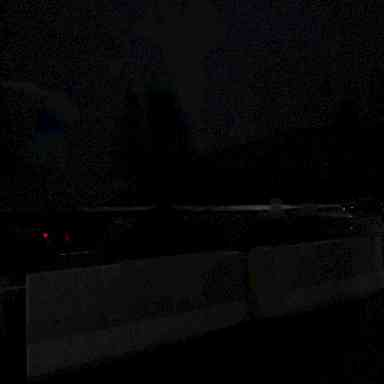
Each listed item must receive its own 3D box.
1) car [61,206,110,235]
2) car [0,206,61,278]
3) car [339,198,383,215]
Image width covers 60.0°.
[{"bbox_3d":[-6.776,1.386,16.097,5.357,1.411,2.033,0,1,-31],"label":"car"},{"bbox_3d":[-5.957,1.256,8.310,4.553,1.767,2.097,0,1,-32],"label":"car"},{"bbox_3d":[16.280,1.340,31.595,4.892,1.490,1.837,1,0,-22],"label":"car"}]
